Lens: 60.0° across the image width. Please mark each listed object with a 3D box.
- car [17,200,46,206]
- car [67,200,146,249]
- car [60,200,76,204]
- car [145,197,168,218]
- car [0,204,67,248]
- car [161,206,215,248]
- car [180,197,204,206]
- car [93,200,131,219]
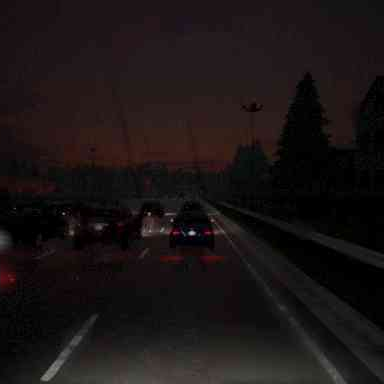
[{"bbox_3d":[-14.000,1.514,29.650,1.837,1.490,4.892,0,0,0],"label":"car"},{"bbox_3d":[-3.500,1.363,14.620,2.097,1.767,4.553,0,0,0],"label":"car"},{"bbox_3d":[-10.500,1.514,29.650,1.837,1.490,4.892,0,0,0],"label":"car"},{"bbox_3d":[-3.500,1.514,29.650,1.837,1.490,4.892,0,0,0],"label":"car"},{"bbox_3d":[-7.000,1.513,14.650,1.837,1.490,4.892,0,0,0],"label":"car"},{"bbox_3d":[0.000,1.560,14.650,2.033,1.411,5.357,0,0,0],"label":"car"},{"bbox_3d":[0.000,1.514,29.650,1.837,1.490,4.892,0,0,0],"label":"car"},{"bbox_3d":[-7.000,1.492,29.650,2.128,1.511,4.902,0,0,0],"label":"car"}]
